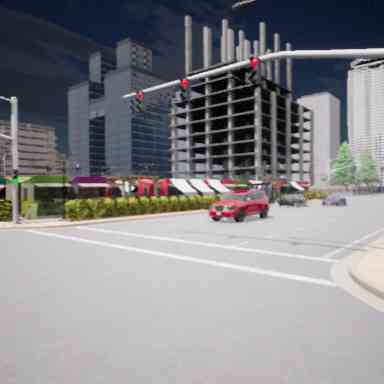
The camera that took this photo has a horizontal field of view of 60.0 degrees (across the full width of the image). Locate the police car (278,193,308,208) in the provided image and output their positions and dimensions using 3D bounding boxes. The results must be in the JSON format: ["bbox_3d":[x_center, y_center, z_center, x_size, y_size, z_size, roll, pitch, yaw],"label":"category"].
[{"bbox_3d":[11.723,0.923,38.647,1.930,1.638,5.238,0,1,40],"label":"police car"}]

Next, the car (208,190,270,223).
[{"bbox_3d":[3.462,0.940,23.510,2.150,2.045,5.566,0,2,40],"label":"car"}]

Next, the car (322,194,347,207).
[{"bbox_3d":[17.015,0.962,39.625,1.812,1.442,4.674,0,1,40],"label":"car"}]
